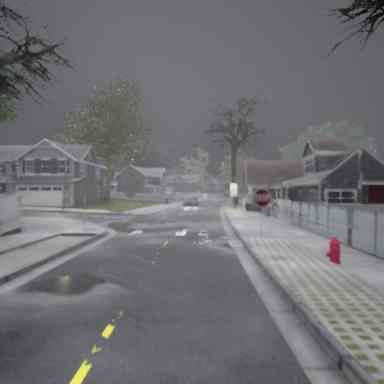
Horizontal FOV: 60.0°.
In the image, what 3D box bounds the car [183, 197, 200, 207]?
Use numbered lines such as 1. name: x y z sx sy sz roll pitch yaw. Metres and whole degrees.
1. car: -0.019 1.400 46.878 1.994 1.385 4.181 0 1 7
